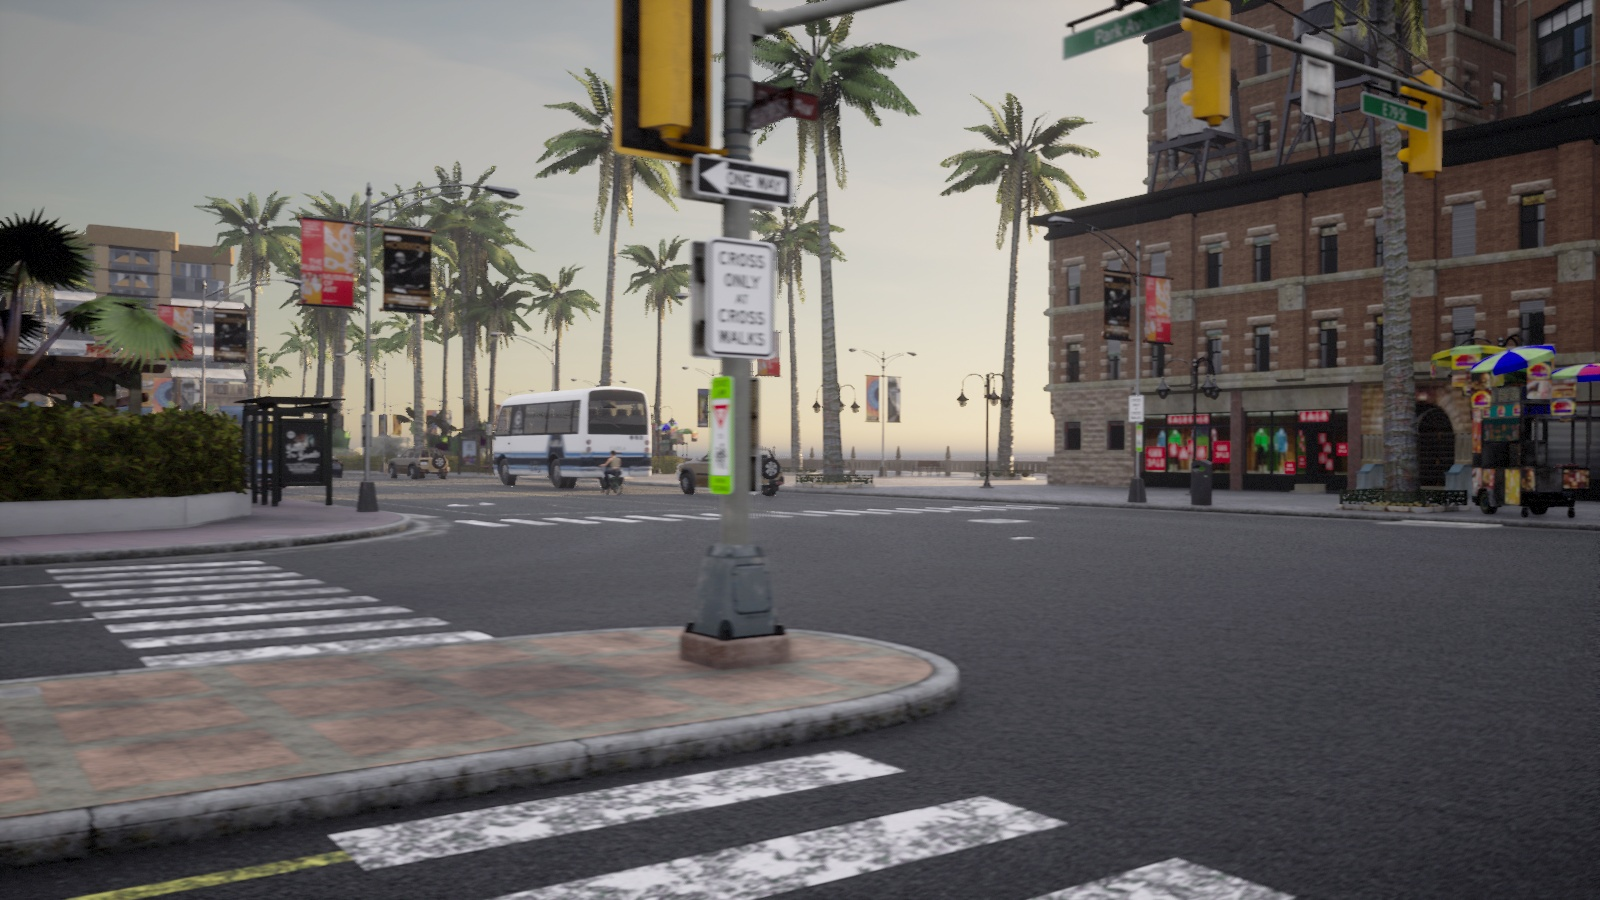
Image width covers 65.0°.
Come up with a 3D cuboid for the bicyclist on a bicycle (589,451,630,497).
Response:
[{"bbox_3d":[-6.725,0.838,44.270,0.866,1.612,1.509,0,0,-35],"label":"bicyclist on a bicycle"}]

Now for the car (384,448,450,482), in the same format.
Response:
[{"bbox_3d":[-21.699,0.822,71.001,1.932,1.855,4.605,0,0,-40],"label":"car"}]

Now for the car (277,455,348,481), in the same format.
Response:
[{"bbox_3d":[-28.356,1.017,72.981,2.163,1.488,4.792,0,0,-44],"label":"car"}]

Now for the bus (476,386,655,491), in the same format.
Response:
[{"bbox_3d":[-10.698,-0.431,56.094,3.944,4.253,10.273,0,0,-35],"label":"bus"}]

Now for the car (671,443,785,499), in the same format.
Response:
[{"bbox_3d":[-2.618,0.716,44.509,1.932,1.855,4.605,0,0,-35],"label":"car"}]
